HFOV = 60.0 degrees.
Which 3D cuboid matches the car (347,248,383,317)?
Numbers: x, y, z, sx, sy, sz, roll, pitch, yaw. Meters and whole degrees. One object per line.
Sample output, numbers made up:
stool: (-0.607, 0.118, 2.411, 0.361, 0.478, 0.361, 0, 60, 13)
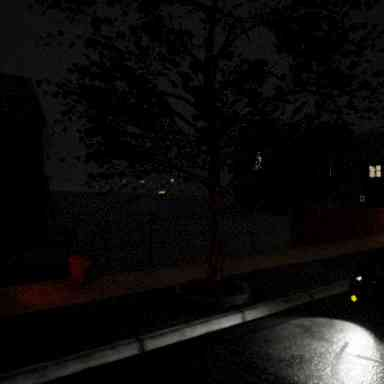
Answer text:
car: (4.968, 1.641, 6.656, 4.181, 1.385, 1.994, 1, 0, -36)
